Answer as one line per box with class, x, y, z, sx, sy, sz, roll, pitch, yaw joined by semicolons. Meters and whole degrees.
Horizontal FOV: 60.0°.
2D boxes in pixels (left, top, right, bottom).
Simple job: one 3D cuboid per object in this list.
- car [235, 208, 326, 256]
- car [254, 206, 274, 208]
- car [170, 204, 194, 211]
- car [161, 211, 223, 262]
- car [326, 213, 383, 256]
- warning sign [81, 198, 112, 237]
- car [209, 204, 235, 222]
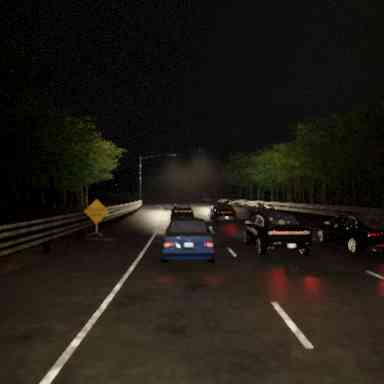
car;3.316;1.619;13.660;2.128;1.511;4.902;0;0;-1
car;6.139;1.865;28.740;1.895;1.301;4.718;0;-1;-3
car;-0.864;1.762;28.612;2.128;1.511;4.902;0;0;-3
car;-0.159;1.665;12.575;2.033;1.411;5.357;0;-1;-1
car;6.814;1.632;13.740;1.837;1.490;4.892;0;0;-1
warning sign;-4.837;1.276;16.900;1.300;1.860;1.060;1;0;-2
car;2.631;1.775;28.797;1.837;1.490;4.892;0;0;-3
